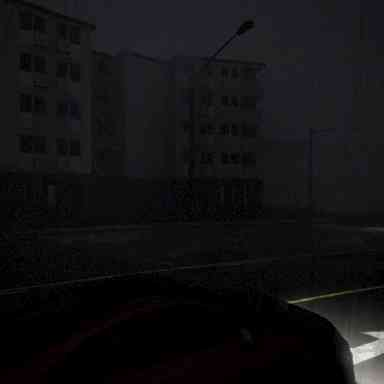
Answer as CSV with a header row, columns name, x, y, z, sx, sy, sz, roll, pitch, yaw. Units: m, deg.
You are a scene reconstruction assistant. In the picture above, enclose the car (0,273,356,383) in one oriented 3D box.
name,x,y,z,sx,sy,sz,roll,pitch,yaw
car,-0.331,1.564,3.252,4.181,1.385,1.994,0,0,-32
